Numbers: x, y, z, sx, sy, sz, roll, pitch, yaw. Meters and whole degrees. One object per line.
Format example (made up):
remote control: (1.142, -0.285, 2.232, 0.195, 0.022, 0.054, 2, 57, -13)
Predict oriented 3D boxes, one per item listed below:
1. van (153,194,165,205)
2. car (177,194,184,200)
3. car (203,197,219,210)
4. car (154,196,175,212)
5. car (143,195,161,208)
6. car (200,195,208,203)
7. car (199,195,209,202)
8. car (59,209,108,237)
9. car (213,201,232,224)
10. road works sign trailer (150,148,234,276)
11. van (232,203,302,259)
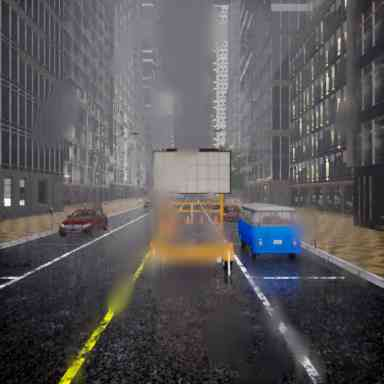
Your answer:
van: (-5.699, 1.318, 57.823, 1.690, 1.788, 3.998, 0, 0, 0)
car: (-3.016, 1.396, 89.348, 1.882, 1.535, 5.008, 0, 0, 0)
car: (2.683, 1.573, 40.744, 1.802, 1.307, 4.206, 0, 0, 0)
car: (-3.108, 1.517, 39.676, 1.812, 1.442, 4.674, 0, 0, 0)
car: (-5.698, 1.539, 46.438, 2.008, 1.369, 4.403, 0, 0, 0)
car: (2.682, 1.534, 52.129, 2.008, 1.369, 4.403, 0, 0, 0)
car: (2.678, 1.387, 74.898, 1.967, 1.590, 4.097, 0, 0, 0)
car: (-5.694, 1.578, 17.975, 1.802, 1.307, 4.206, 0, 0, 0)
car: (2.686, 1.577, 23.666, 1.802, 1.307, 4.206, 0, 0, 0)
road works sign trailer: (-0.002, 0.462, 10.300, 2.380, 3.560, 2.880, 0, 0, 0)
van: (2.688, 1.339, 12.282, 1.690, 1.788, 3.998, 0, 0, 0)
